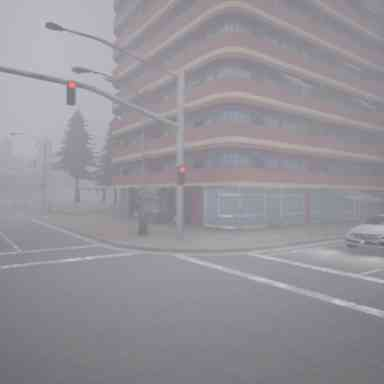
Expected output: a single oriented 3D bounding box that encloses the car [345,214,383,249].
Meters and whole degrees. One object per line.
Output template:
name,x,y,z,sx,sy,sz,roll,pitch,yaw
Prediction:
car,8.559,1.680,14.383,4.674,1.442,1.812,1,0,-35
